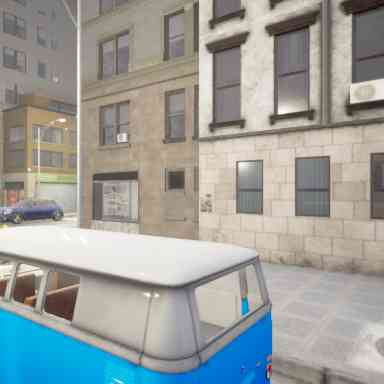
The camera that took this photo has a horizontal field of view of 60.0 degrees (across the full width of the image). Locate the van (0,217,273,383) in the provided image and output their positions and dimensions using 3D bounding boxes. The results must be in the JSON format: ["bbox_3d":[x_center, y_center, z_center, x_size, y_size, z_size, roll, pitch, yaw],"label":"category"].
[{"bbox_3d":[-1.139,1.341,3.605,3.998,1.788,1.690,0,0,35],"label":"van"}]

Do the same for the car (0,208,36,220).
[{"bbox_3d":[-5.655,1.315,6.765,5.009,1.841,2.192,0,0,35],"label":"car"}]

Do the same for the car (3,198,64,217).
[{"bbox_3d":[-11.734,1.286,24.019,2.097,1.767,4.553,0,0,35],"label":"car"}]
